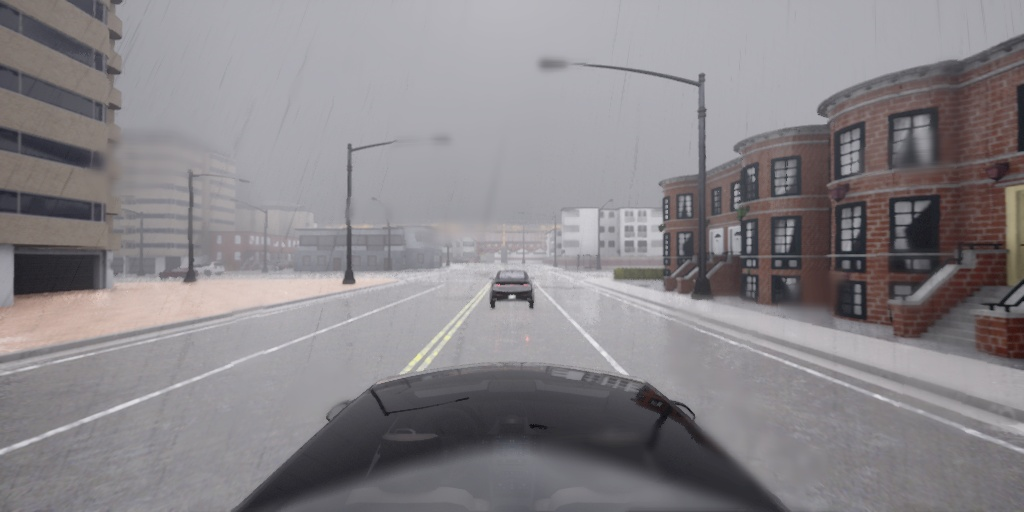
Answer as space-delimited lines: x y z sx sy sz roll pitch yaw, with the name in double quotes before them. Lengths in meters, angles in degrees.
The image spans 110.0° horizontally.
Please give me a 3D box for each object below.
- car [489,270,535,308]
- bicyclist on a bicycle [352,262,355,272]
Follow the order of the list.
"car" 0.005 1.377 16.145 2.128 1.511 4.902 0 0 0
"bicyclist on a bicycle" -26.407 1.805 59.366 0.582 1.620 1.656 -1 0 -1
